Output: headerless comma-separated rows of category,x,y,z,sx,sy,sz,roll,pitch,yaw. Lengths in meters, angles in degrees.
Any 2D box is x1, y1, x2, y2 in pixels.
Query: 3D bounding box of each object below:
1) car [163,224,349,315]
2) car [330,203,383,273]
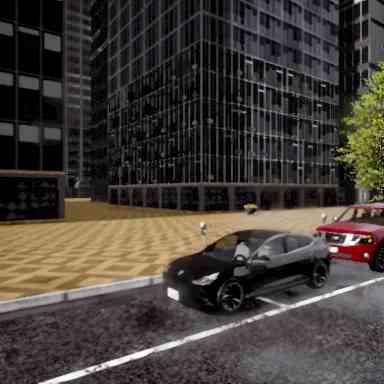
car,1.419,1.557,7.572,4.313,1.339,1.947,0,0,-36
car,6.033,1.297,10.864,5.009,1.841,2.192,0,0,-36
